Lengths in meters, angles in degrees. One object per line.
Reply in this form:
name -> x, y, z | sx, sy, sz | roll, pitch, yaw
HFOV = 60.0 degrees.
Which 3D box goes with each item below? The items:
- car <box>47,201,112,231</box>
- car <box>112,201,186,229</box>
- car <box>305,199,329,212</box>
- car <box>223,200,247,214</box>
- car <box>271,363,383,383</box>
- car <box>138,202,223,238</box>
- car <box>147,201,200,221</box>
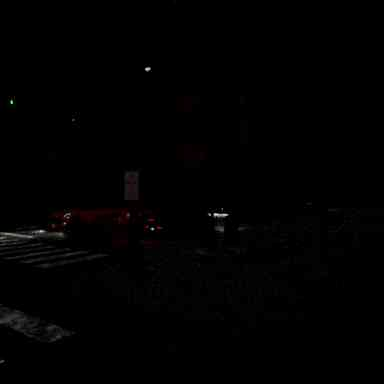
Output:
car -> -6.688, 1.370, 20.987 | 2.097, 1.767, 4.553 | 0, 0, 35
car -> -2.439, 1.378, 21.016 | 2.097, 1.767, 4.553 | 0, 0, 35
car -> 15.216, 1.575, 40.332 | 2.128, 1.511, 4.902 | 0, 0, 35
car -> 4.342, 1.617, 36.553 | 1.994, 1.385, 4.181 | 0, 0, 36
car -> 2.222, 1.551, 1.258 | 4.403, 1.369, 2.008 | 0, 0, 36
car -> -0.510, 1.534, 18.118 | 1.837, 1.490, 4.892 | 0, 0, 35
car -> -1.456, 1.538, 28.375 | 1.837, 1.490, 4.892 | 0, 0, 35
